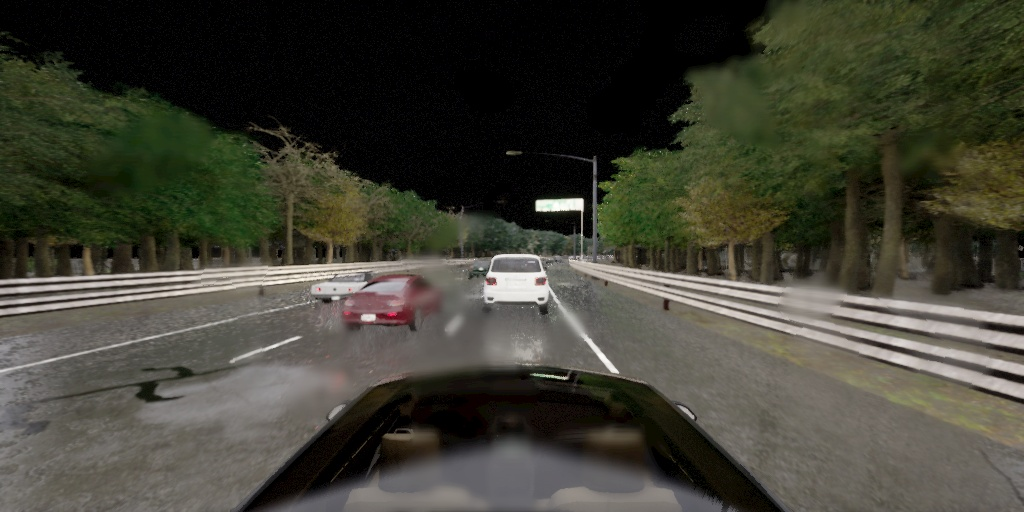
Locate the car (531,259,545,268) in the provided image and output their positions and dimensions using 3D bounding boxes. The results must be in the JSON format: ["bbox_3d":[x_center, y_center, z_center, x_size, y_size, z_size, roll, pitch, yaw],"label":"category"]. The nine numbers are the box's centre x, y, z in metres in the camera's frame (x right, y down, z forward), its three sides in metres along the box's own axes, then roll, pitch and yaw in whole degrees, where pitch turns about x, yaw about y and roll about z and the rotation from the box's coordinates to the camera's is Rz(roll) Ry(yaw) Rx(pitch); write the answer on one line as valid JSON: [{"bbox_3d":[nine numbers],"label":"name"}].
[{"bbox_3d":[4.389,1.195,60.404,2.033,1.411,5.357,0,0,8],"label":"car"}]

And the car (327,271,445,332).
[{"bbox_3d":[-3.272,1.258,10.649,1.812,1.442,4.674,0,0,1],"label":"car"}]

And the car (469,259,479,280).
[{"bbox_3d":[-2.294,1.051,30.705,2.097,1.767,4.553,0,0,4],"label":"car"}]

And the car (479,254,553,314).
[{"bbox_3d":[0.207,0.958,13.901,2.150,2.045,5.566,0,0,2],"label":"car"}]

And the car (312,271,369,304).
[{"bbox_3d":[-6.637,1.319,15.899,1.895,1.301,4.718,0,0,2],"label":"car"}]
